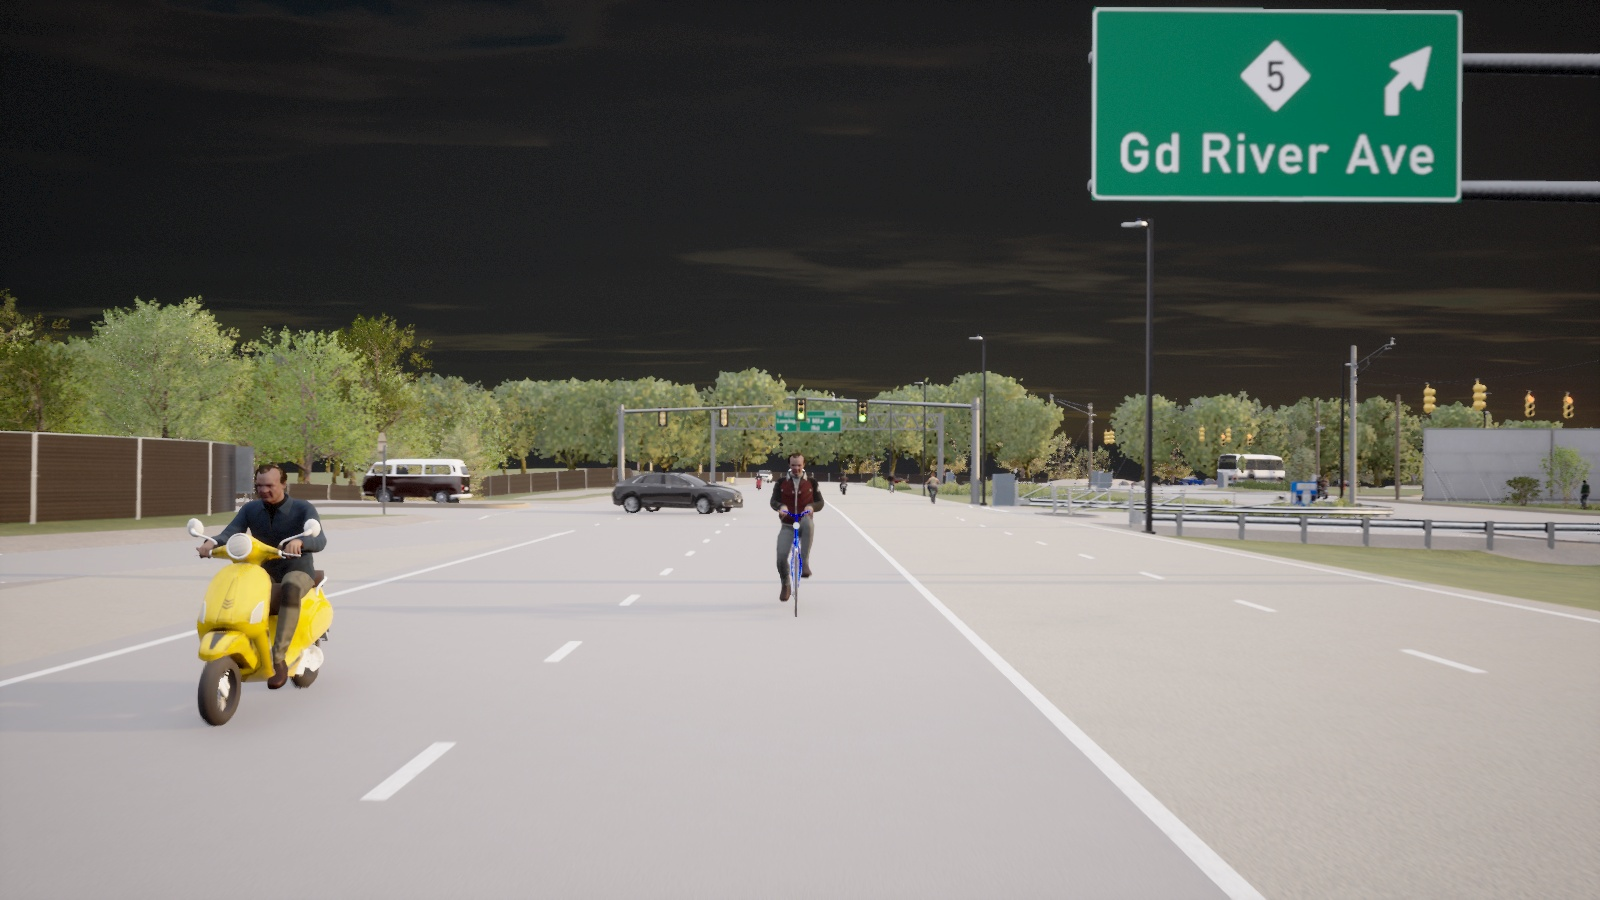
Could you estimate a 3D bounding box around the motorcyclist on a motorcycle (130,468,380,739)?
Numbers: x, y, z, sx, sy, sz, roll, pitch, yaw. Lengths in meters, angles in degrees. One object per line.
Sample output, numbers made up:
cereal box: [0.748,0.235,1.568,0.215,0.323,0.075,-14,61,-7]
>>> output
motorcyclist on a motorcycle: [-3.520,0.919,8.318,0.866,1.590,1.817,0,-1,0]

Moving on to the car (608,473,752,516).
car: [-4.349,1.593,45.551,4.892,1.490,1.837,-1,-2,21]

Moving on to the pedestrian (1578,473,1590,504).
pedestrian: [47.507,2.317,76.115,0.353,1.847,0.614,0,0,1]

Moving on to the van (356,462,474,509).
van: [-16.763,1.540,54.837,4.480,2.038,2.069,0,-1,0]

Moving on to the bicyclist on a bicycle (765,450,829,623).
bicyclist on a bicycle: [-0.033,0.912,13.846,0.659,1.776,1.843,0,-1,0]
